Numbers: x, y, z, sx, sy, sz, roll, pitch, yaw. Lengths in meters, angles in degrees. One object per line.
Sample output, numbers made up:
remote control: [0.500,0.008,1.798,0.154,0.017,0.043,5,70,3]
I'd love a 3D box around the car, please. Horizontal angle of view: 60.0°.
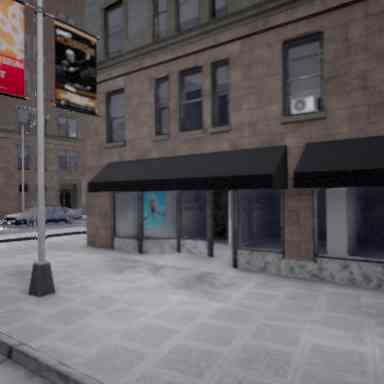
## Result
car: [-10.538,1.675,24.052,2.033,1.411,5.357,-1,-1,32]
